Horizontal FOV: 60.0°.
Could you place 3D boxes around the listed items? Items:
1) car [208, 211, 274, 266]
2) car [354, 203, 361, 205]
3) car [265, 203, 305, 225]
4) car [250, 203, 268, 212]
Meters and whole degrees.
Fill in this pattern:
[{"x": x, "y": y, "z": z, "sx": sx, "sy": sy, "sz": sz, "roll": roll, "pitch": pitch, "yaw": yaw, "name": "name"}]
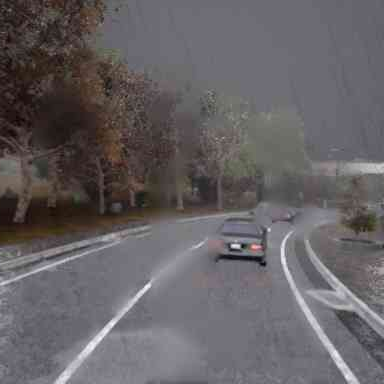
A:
[{"x": 1.858, "y": 1.667, "z": 12.218, "sx": 2.033, "sy": 1.411, "sz": 5.357, "roll": 1, "pitch": 0, "yaw": 13, "name": "car"}, {"x": 33.485, "y": 2.804, "z": 66.258, "sx": 2.033, "sy": 1.411, "sz": 5.357, "roll": 4, "pitch": 1, "yaw": 39, "name": "car"}, {"x": 8.201, "y": 1.936, "z": 28.240, "sx": 2.033, "sy": 1.411, "sz": 5.357, "roll": 3, "pitch": 0, "yaw": 30, "name": "car"}, {"x": 7.559, "y": 1.822, "z": 33.964, "sx": 1.812, "sy": 1.442, "sz": 4.674, "roll": 4, "pitch": 1, "yaw": 34, "name": "car"}]
